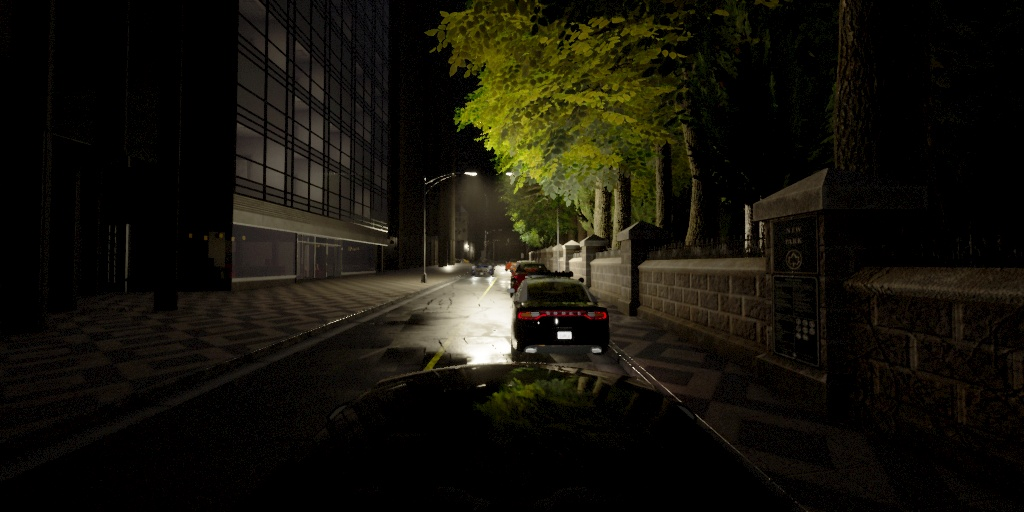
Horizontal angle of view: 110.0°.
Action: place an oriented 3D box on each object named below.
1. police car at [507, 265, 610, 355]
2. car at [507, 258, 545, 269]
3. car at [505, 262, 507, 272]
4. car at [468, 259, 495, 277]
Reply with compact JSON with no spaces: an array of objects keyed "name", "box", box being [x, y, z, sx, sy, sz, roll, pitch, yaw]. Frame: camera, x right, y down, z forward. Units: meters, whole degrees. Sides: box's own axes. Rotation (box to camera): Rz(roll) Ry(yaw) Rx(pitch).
[{"name":"police car","box":[0.924,1.177,8.817,1.930,1.638,5.238,0,0,0]},{"name":"car","box":[0.958,1.106,18.680,2.097,1.767,4.553,0,0,0]},{"name":"car","box":[0.207,1.129,47.423,2.097,1.767,4.553,0,0,1]},{"name":"car","box":[-2.878,1.117,36.410,2.097,1.767,4.553,0,0,0]}]
